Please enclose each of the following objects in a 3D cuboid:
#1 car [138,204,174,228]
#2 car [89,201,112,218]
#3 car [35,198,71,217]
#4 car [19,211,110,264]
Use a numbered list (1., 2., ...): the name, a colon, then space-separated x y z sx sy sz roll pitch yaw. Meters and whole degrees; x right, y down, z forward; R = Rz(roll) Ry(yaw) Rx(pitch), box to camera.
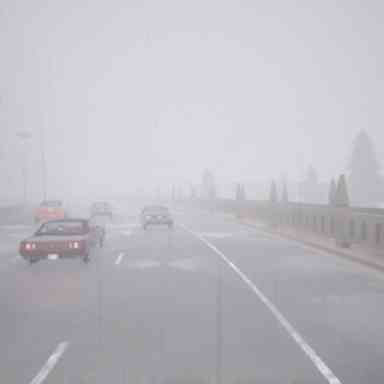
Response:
1. car: -2.415 1.505 21.667 2.033 1.411 5.357 0 0 -12
2. car: -8.120 1.520 29.585 2.033 1.411 5.357 0 0 -18
3. car: -10.801 1.350 26.088 2.097 1.767 4.553 0 0 -15
4. car: -4.300 1.589 11.868 1.895 1.301 4.718 0 0 -7
